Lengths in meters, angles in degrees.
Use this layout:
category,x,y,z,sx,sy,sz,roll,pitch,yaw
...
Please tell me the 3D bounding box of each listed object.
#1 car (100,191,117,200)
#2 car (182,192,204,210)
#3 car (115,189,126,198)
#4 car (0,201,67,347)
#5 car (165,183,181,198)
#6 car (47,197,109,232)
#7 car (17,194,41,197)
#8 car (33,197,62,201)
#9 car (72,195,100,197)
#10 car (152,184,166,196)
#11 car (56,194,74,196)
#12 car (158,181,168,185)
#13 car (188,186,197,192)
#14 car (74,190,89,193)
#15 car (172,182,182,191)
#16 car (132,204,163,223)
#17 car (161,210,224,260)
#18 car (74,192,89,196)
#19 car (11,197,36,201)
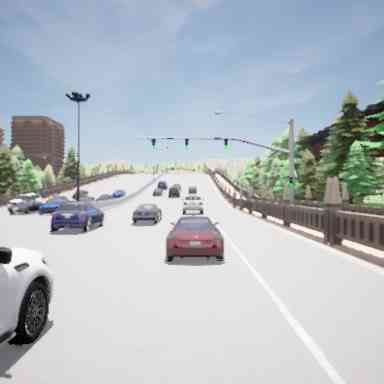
category,x,y,z,sx,sy,sz,roll,pitch,yaw
car,-13.982,1.096,53.659,1.882,1.535,5.008,0,4,0
car,0.096,1.309,35.892,2.150,2.045,5.566,0,0,0
car,-13.927,0.234,63.789,1.882,1.535,5.008,0,6,0
car,-3.397,1.232,3.261,2.150,2.045,5.566,0,0,0
car,-3.423,-0.097,64.417,2.150,2.045,5.566,0,6,0
car,-6.903,1.408,20.554,2.097,1.767,4.553,0,0,0
car,-21.023,1.290,42.190,2.150,2.045,5.566,0,1,1
car,-14.072,1.564,34.480,1.882,1.535,5.008,0,0,0
car,-14.029,1.567,43.788,1.812,1.442,4.674,0,1,0
car,-6.909,-0.063,67.018,2.033,1.411,5.357,0,7,0
car,-20.989,1.251,52.298,2.033,1.411,5.357,0,3,0
car,-6.853,-1.666,77.372,2.150,2.045,5.566,0,7,0
car,0.115,-0.633,71.428,2.128,1.511,4.902,0,7,0
car,-20.933,0.359,62.639,1.882,1.535,5.008,0,6,0
car,-3.366,-1.186,74.848,1.837,1.490,4.892,0,7,0
car,-3.404,1.617,25.817,2.033,1.411,5.357,0,0,0
car,0.098,1.598,12.545,1.994,1.385,4.181,0,0,0
car,-17.477,1.159,54.607,1.895,1.301,4.718,0,4,0
car,-17.562,1.580,35.532,2.128,1.511,4.902,0,0,0
